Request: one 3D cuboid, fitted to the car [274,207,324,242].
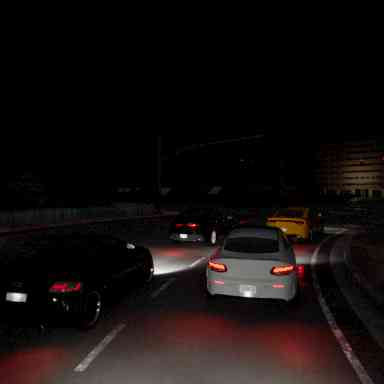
[{"bbox_3d":[5.237,1.478,16.536,1.882,1.535,5.008,0,0,30],"label":"car"}]

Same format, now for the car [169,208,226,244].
[{"bbox_3d":[0.636,1.505,15.441,1.837,1.490,4.892,0,0,24],"label":"car"}]

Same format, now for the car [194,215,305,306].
[{"bbox_3d":[1.539,1.526,8.032,1.812,1.442,4.674,0,0,14],"label":"car"}]

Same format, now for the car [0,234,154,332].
[{"bbox_3d":[-2.255,1.564,7.010,1.994,1.385,4.181,0,0,12],"label":"car"}]
